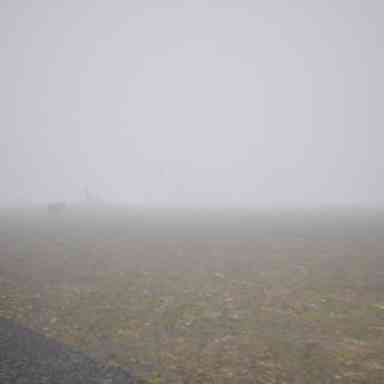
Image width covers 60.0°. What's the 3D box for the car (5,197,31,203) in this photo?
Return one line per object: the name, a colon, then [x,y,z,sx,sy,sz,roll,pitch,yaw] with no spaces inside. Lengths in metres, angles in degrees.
car: [-37.041,1.707,70.848,1.895,1.301,4.718,0,0,34]
